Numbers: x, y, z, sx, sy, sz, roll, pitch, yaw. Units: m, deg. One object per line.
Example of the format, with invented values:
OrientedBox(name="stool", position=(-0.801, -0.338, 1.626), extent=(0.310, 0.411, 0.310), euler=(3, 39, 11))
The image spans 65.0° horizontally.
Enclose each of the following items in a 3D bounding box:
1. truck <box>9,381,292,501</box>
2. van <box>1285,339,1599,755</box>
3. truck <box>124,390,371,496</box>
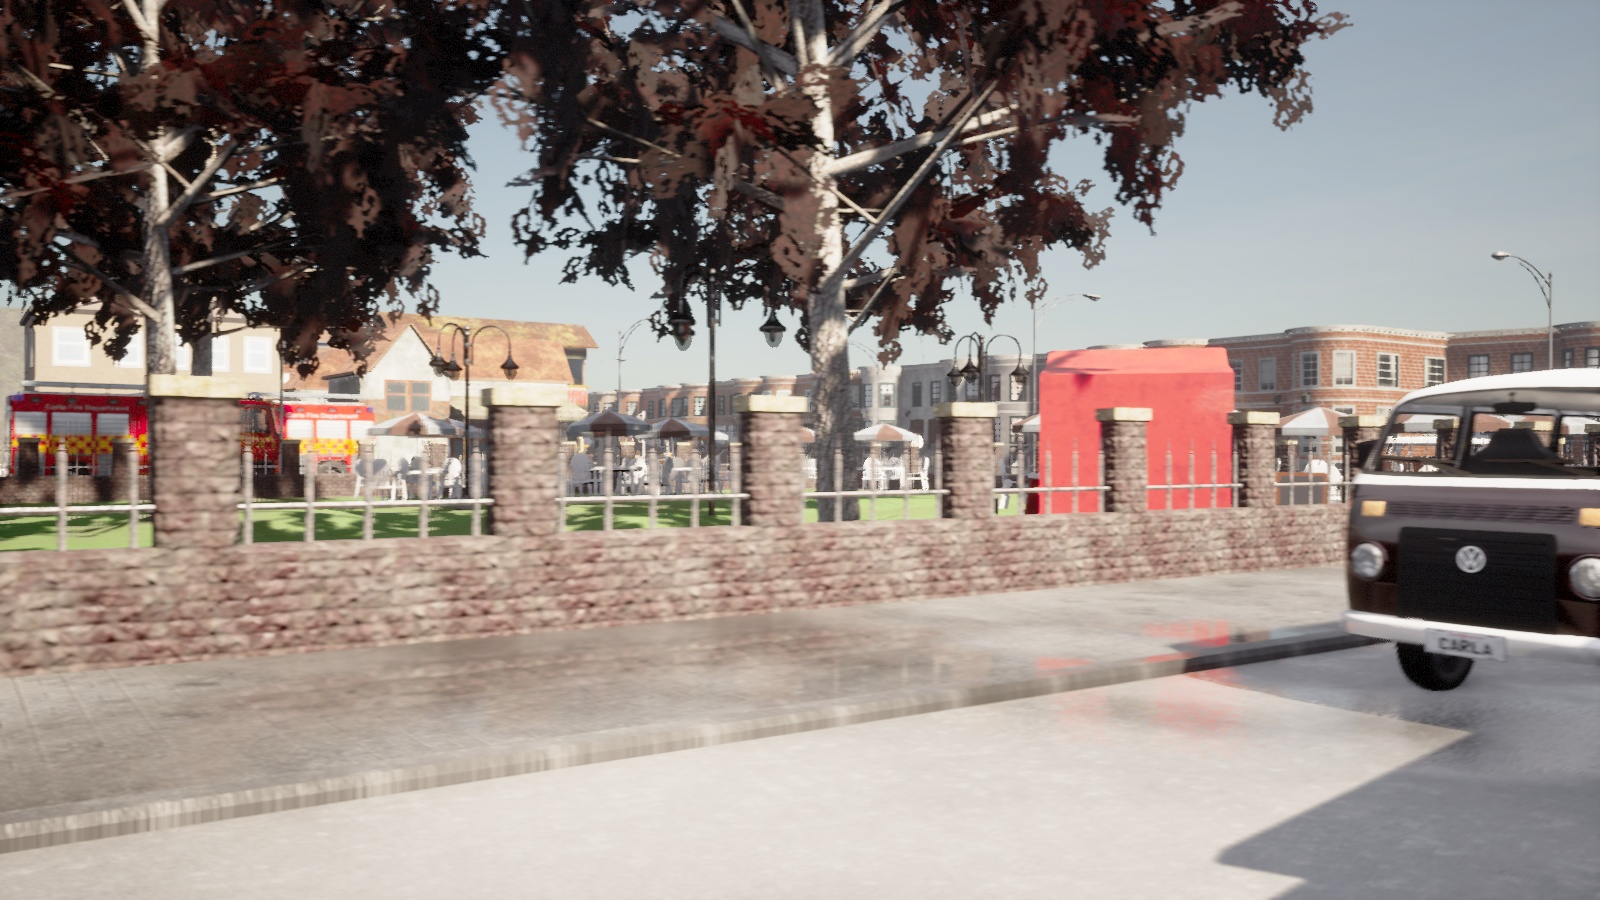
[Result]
OrientedBox(name="truck", position=(-22.495, -0.268, 43.767), extent=(8.468, 3.827, 2.891), euler=(0, 0, -35))
OrientedBox(name="van", position=(5.355, 0.476, 7.991), extent=(4.480, 2.038, 2.069), euler=(0, 0, -35))
OrientedBox(name="truck", position=(-21.564, -0.254, 49.281), extent=(8.468, 3.827, 2.891), euler=(0, 0, -35))
